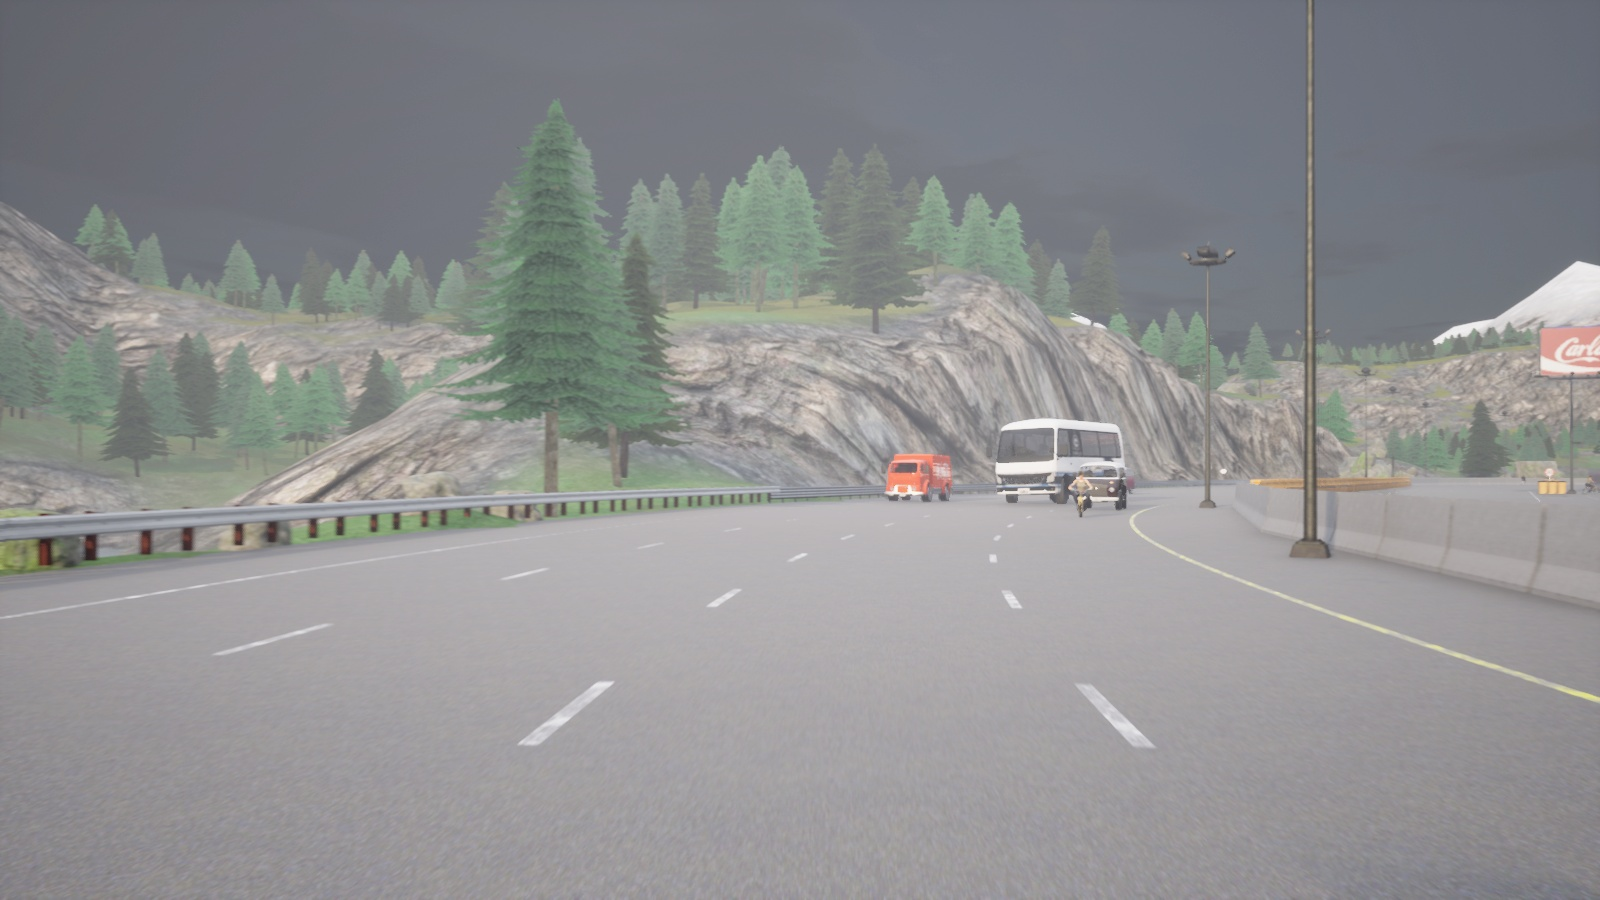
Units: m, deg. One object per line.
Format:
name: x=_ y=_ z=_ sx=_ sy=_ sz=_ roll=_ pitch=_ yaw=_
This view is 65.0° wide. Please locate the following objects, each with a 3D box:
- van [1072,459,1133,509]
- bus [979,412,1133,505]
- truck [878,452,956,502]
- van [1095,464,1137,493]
van: x=12.931 y=1.410 z=53.510 sx=2.069 sy=2.038 sz=4.480 roll=0 pitch=-1 yaw=20
bus: x=13.344 y=0.493 z=64.557 sx=3.944 sy=4.253 sz=10.273 roll=-4 pitch=-3 yaw=34
truck: x=6.158 y=1.407 z=65.300 sx=2.627 sy=2.467 sz=5.204 roll=-1 pitch=-1 yaw=22
van: x=22.703 y=2.035 z=90.195 sx=1.775 sy=1.987 sz=4.442 roll=-1 pitch=-1 yaw=30
